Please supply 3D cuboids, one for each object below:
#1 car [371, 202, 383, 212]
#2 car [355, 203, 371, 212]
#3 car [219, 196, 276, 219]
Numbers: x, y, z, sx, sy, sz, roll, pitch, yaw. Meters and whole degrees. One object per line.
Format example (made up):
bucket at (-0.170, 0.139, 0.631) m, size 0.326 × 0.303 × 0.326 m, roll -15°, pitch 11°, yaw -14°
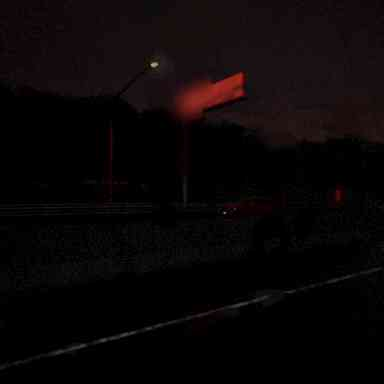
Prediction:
car at (18.669, 1.797, 30.191) m, size 5.008 × 1.535 × 1.882 m, roll 1°, pitch 0°, yaw -35°
car at (18.833, 1.855, 34.600) m, size 4.892 × 1.490 × 1.837 m, roll 1°, pitch -1°, yaw -35°
car at (4.934, 1.411, 29.003) m, size 5.566 × 2.045 × 2.150 m, roll 1°, pitch 0°, yaw -35°
